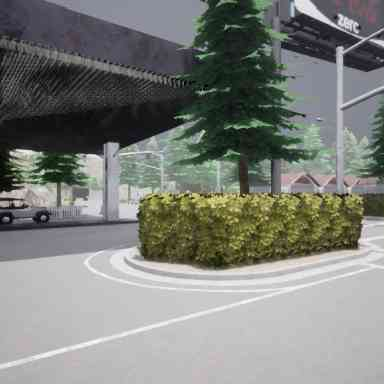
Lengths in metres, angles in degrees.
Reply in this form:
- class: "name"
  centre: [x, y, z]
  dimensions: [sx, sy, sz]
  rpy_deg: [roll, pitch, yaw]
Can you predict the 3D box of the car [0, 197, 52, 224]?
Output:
- class: "car"
  centre: [-12.050, 1.313, 23.427]
  dimensions: [3.866, 1.878, 1.905]
  rpy_deg: [0, 0, -36]
